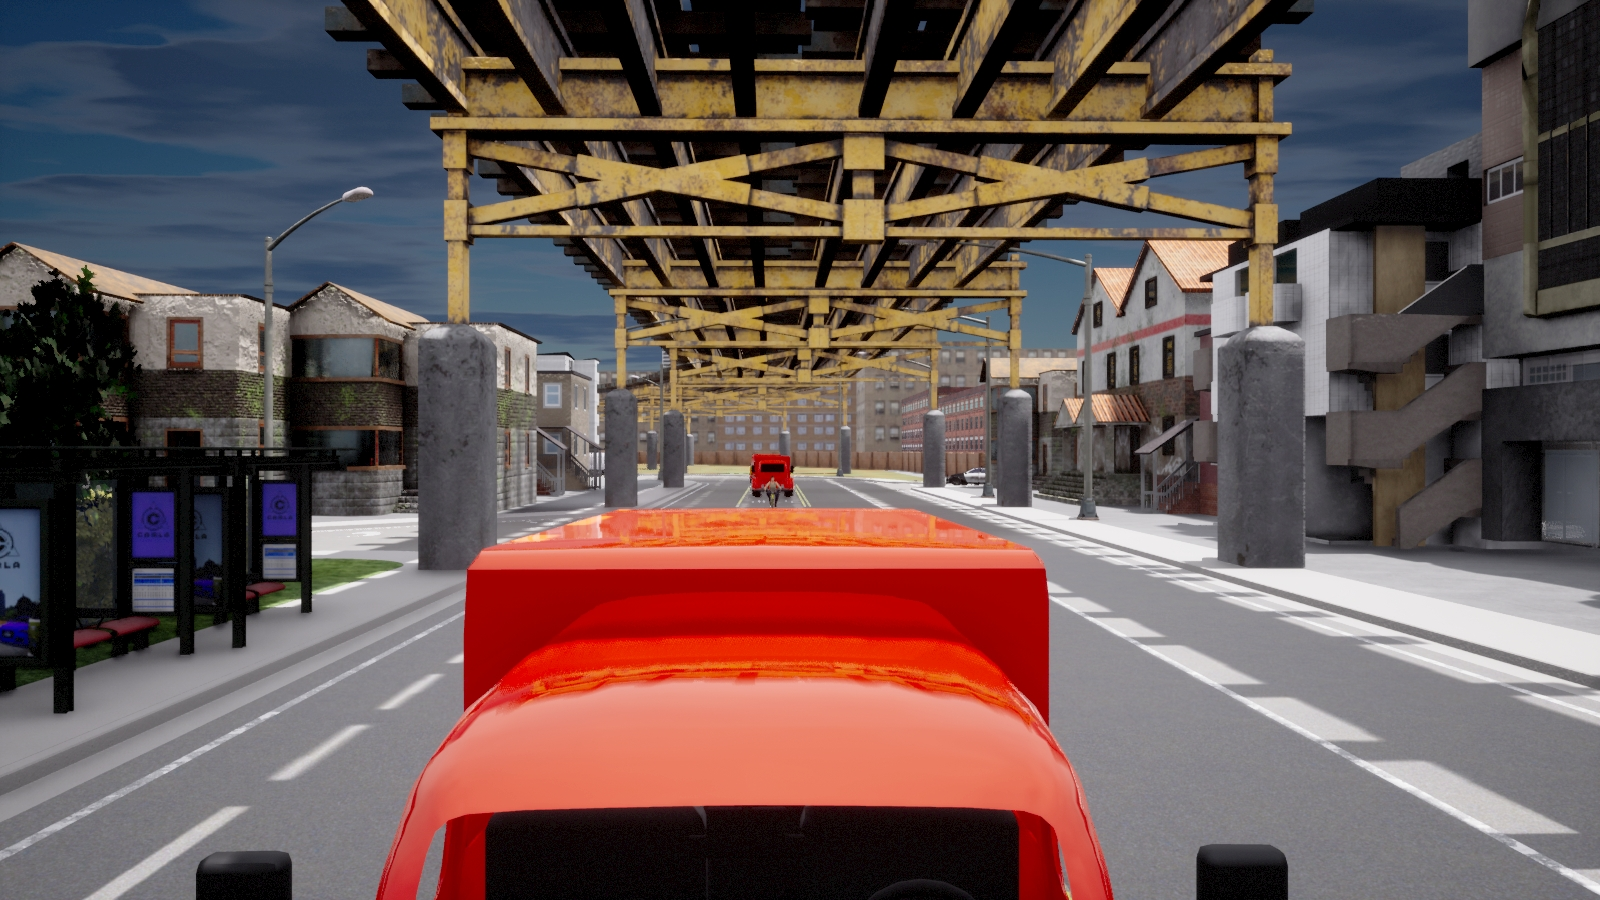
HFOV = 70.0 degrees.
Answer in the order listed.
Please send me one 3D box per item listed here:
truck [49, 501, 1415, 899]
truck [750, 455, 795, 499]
[{"bbox_3d":[-0.167,1.568,4.802,2.627,2.467,5.204,0,0,-1],"label":"truck"},{"bbox_3d":[-1.646,1.568,68.626,2.627,2.467,5.204,0,0,-1],"label":"truck"}]
